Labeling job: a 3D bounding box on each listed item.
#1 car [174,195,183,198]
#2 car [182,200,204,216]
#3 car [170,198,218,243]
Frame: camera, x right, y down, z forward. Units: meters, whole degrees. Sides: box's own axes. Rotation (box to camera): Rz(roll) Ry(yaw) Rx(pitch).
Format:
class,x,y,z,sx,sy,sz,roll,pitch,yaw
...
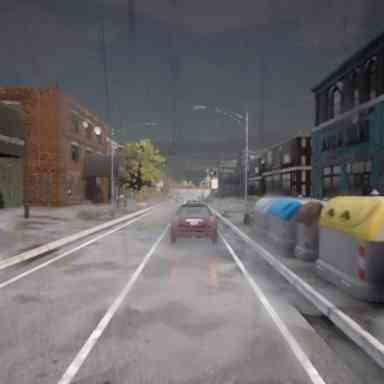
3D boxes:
class,x,y,z,sx,sy,sz,roll,pitch,yaw
car,-3.038,1.398,76.790,1.812,1.442,4.674,0,0,0
car,0.085,1.567,34.390,2.033,1.411,5.357,0,0,0
car,0.098,1.339,16.238,2.097,1.767,4.553,0,0,0
